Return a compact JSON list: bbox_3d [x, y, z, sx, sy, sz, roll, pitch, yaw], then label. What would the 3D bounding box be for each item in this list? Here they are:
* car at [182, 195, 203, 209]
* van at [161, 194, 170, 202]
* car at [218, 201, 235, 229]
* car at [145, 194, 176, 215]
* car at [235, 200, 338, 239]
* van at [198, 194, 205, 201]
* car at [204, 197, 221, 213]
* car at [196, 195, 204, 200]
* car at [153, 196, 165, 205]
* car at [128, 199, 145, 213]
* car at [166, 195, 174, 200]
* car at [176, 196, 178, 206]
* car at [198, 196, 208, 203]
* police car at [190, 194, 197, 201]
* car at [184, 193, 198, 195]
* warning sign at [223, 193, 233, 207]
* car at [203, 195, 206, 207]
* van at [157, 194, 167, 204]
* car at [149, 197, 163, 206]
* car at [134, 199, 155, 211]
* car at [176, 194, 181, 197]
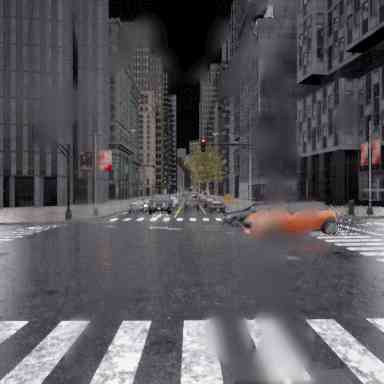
[{"bbox_3d":[-0.051,1.499,44.535,2.128,1.511,4.902,0,0,0],"label":"car"},{"bbox_3d":[-6.118,1.368,77.551,1.690,1.788,3.998,0,0,0],"label":"van"},{"bbox_3d":[4.242,1.449,20.896,4.674,1.442,1.812,-2,1,0],"label":"car"},{"bbox_3d":[-3.178,1.226,34.646,2.150,2.045,5.566,0,0,0],"label":"car"},{"bbox_3d":[4.795,1.247,16.475,4.553,1.767,2.097,-1,0,-16],"label":"car"},{"bbox_3d":[2.368,1.373,83.745,1.690,1.788,3.998,0,0,0],"label":"van"},{"bbox_3d":[2.667,1.556,36.385,2.008,1.369,4.403,0,0,0],"label":"car"},{"bbox_3d":[2.302,1.593,94.323,2.008,1.369,4.403,0,0,0],"label":"car"},{"bbox_3d":[-6.014,1.541,61.141,1.752,1.417,4.829,0,0,0],"label":"car"},{"bbox_3d":[-5.858,1.556,36.334,2.008,1.369,4.403,0,0,0],"label":"car"},{"bbox_3d":[-6.220,1.624,93.789,1.802,1.307,4.206,0,0,0],"label":"car"},{"bbox_3d":[-3.241,1.609,44.598,1.895,1.301,4.718,0,0,0],"label":"car"},{"bbox_3d":[2.435,1.589,73.168,1.947,1.339,4.313,0,0,0],"label":"car"},{"bbox_3d":[0.465,1.463,90.560,1.930,1.638,5.238,0,0,0],"label":"police car"},{"bbox_3d":[-0.270,1.545,67.915,1.812,1.442,4.674,0,0,0],"label":"car"},{"bbox_3d":[4.918,1.123,45.475,1.300,1.860,1.060,0,0,0],"label":"warning sign"},{"bbox_3d":[2.598,1.553,47.273,1.887,1.381,4.507,0,0,0],"label":"car"},{"bbox_3d":[-6.050,1.360,66.724,1.690,1.788,3.998,0,0,0],"label":"van"},{"bbox_3d":[-5.981,1.579,55.898,1.947,1.339,4.313,0,0,0],"label":"car"},{"bbox_3d":[-5.889,1.557,41.326,2.008,1.369,4.403,0,0,0],"label":"car"},{"bbox_3d":[-3.293,1.538,54.640,1.812,1.442,4.674,0,0,0],"label":"car"}]
